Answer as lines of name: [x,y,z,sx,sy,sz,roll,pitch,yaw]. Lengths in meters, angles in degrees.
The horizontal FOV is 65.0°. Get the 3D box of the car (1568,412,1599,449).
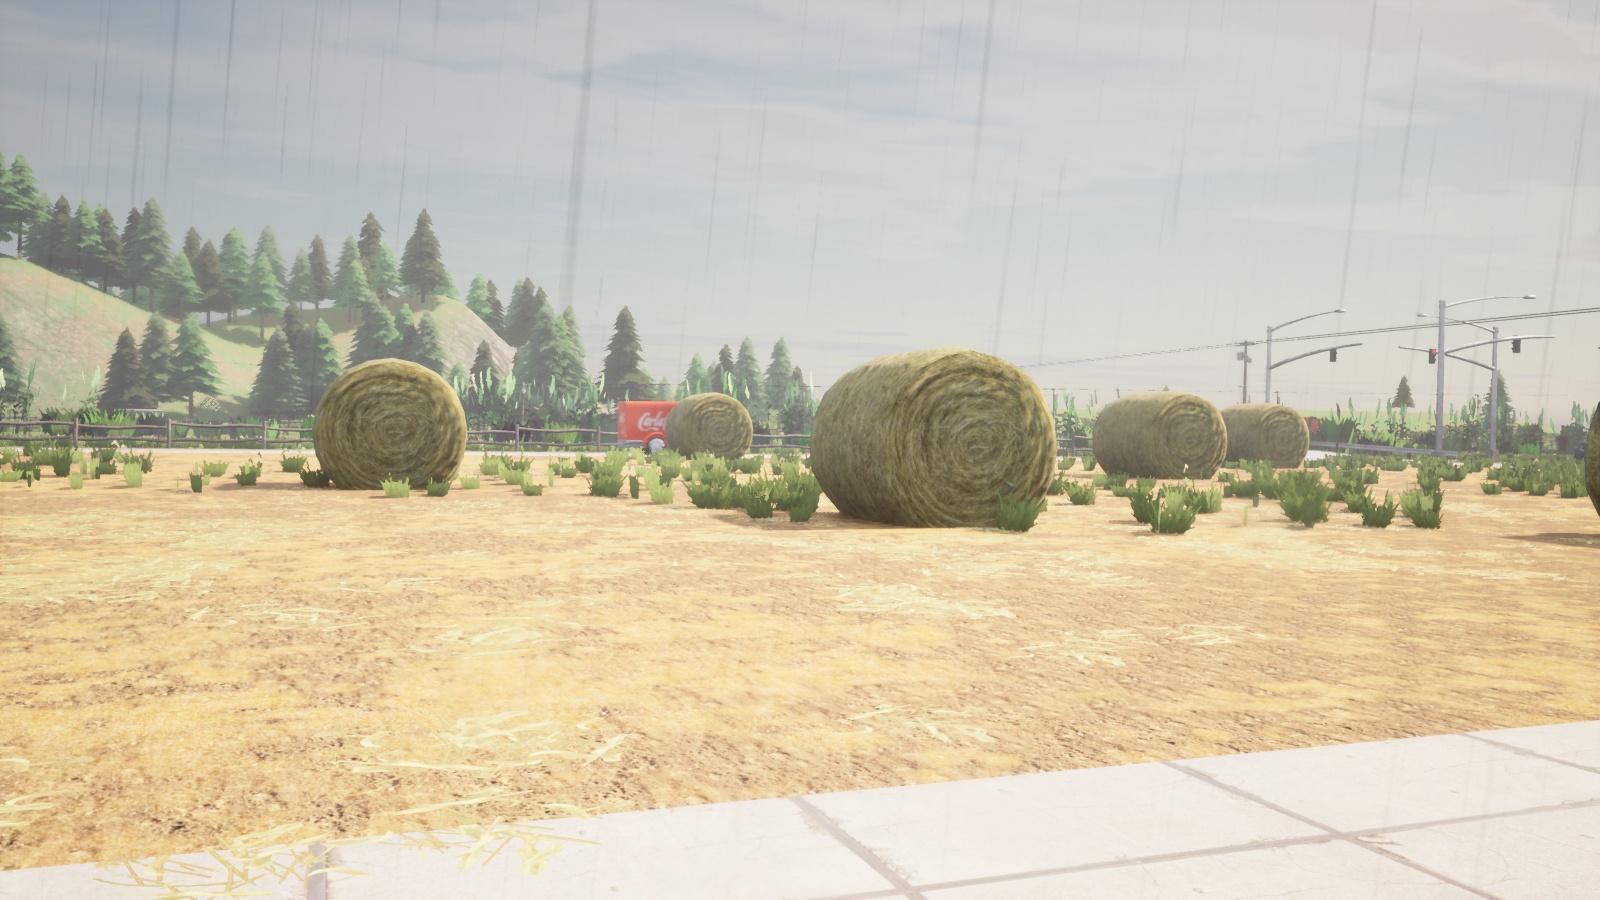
car: [46.893,-1.117,71.666,5.566,2.045,2.150,-1,1,-20]

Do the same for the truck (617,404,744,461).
truck: [-5.363,-0.791,55.920,5.204,2.467,2.627,-1,1,-17]
